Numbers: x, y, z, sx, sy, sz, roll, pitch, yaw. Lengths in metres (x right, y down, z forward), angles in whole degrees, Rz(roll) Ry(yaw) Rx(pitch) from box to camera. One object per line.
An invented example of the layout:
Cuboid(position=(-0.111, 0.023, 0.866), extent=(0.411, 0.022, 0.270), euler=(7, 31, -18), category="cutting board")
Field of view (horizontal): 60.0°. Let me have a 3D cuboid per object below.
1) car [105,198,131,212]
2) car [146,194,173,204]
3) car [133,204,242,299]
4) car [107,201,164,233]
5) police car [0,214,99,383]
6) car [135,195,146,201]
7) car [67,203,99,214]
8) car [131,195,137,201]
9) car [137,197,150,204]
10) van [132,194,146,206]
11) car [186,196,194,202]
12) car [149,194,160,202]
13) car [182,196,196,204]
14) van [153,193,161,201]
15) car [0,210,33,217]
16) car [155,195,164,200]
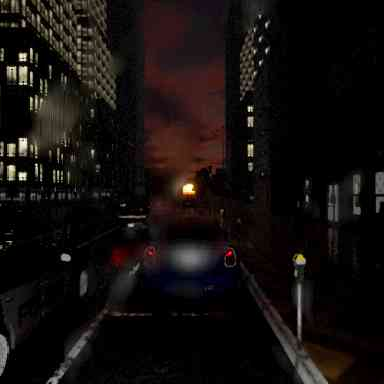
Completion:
Cuboid(position=(-8.833, 1.537, 38.569), extent=(2.008, 1.369, 4.403), euler=(0, 0, 0), category="car")
Cuboid(position=(-3.099, 1.340, 34.309), extent=(2.097, 1.767, 4.553), euler=(0, 0, 0), category="car")
Cuboid(position=(-0.032, 1.352, 8.619), extent=(2.097, 1.767, 4.553), euler=(0, 0, 0), category="car")
Cuboid(position=(-3.099, 1.488, 19.379), extent=(2.128, 1.511, 4.902), euler=(0, 0, 0), category="car")
Cuboid(position=(-3.145, 1.424, 5.278), extent=(1.930, 1.638, 5.238), euler=(0, 0, 0), category="police car")
Cuboid(position=(-6.173, 1.528, 46.349), extent=(2.033, 1.411, 5.357), euler=(0, 0, 1), category="car")
Cuboid(position=(-8.832, 1.575, 27.183), extent=(1.802, 1.307, 4.206), euler=(0, 0, 0), category="car")
Cuboid(position=(-8.833, 1.523, 49.953), extent=(1.887, 1.381, 4.507), euler=(0, 0, 0), category="car")
Cuboid(position=(-8.832, 1.550, 61.338), extent=(1.802, 1.307, 4.206), euler=(0, 0, 0), category="car")
Cuboid(position=(-8.832, 1.315, 55.646), extent=(1.690, 1.788, 3.998), euler=(0, 0, 0), category="van")
Cuboid(position=(-0.452, 1.533, 78.399), extent=(1.802, 1.307, 4.206), euler=(0, 0, 0), category="car")
Cuboid(position=(-8.832, 1.391, 78.413), extent=(1.967, 1.590, 4.097), euler=(0, 0, 0), category="car")
Cuboid(position=(-0.452, 1.548, 44.248), extent=(1.947, 1.339, 4.313), euler=(0, 0, 0), category="car")
Cuboid(position=(-8.831, 1.285, 84.106), extent=(1.690, 1.788, 3.998), euler=(0, 0, 0), category="van")
Cuboid(position=(-8.833, 1.563, 15.800), extent=(1.947, 1.339, 4.313), euler=(0, 0, 0), category="car")
Cuboid(position=(-8.832, 1.504, 89.799), extent=(1.947, 1.339, 4.313), euler=(0, 0, 0), category="car")
